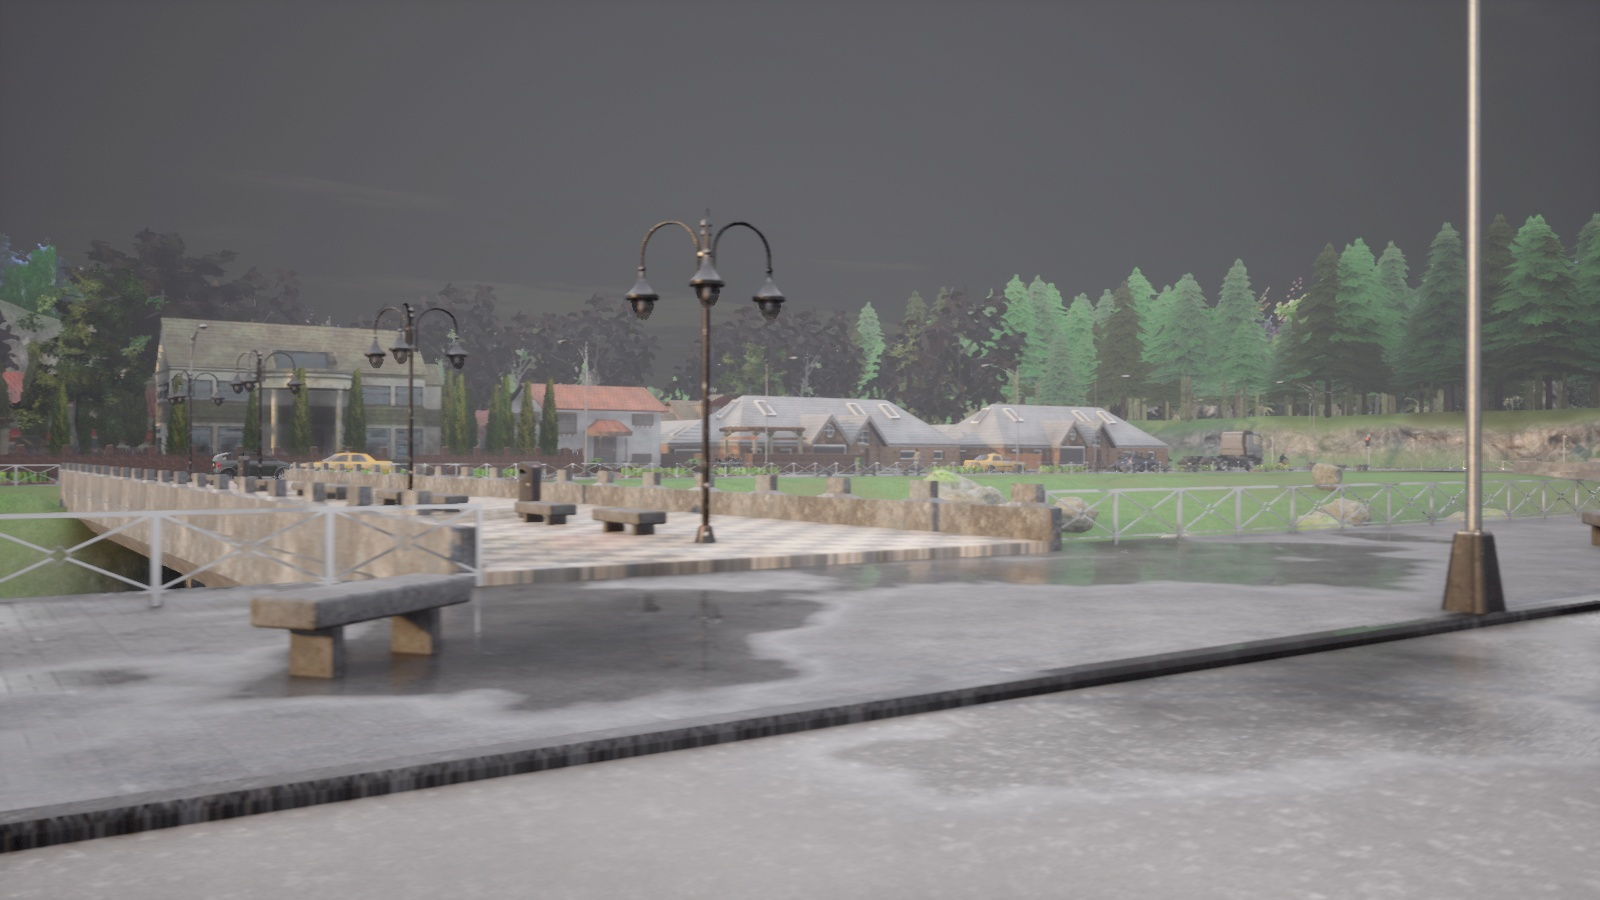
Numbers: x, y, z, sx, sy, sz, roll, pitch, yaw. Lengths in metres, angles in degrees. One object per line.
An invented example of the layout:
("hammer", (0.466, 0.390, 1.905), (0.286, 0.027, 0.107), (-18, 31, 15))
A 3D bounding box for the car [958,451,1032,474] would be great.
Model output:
("car", (13.852, 0.873, 89.047), (5.366, 1.575, 1.801), (0, 0, -35))

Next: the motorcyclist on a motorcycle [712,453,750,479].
("motorcyclist on a motorcycle", (-4.213, 0.976, 76.479), (2.191, 1.530, 0.866), (0, 0, -35))

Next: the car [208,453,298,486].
("car", (-26.545, 0.929, 60.942), (3.705, 1.549, 1.789), (0, 0, -35))

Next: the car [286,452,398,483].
("car", (-24.502, 0.900, 67.237), (5.366, 1.575, 1.801), (0, 0, -35))
